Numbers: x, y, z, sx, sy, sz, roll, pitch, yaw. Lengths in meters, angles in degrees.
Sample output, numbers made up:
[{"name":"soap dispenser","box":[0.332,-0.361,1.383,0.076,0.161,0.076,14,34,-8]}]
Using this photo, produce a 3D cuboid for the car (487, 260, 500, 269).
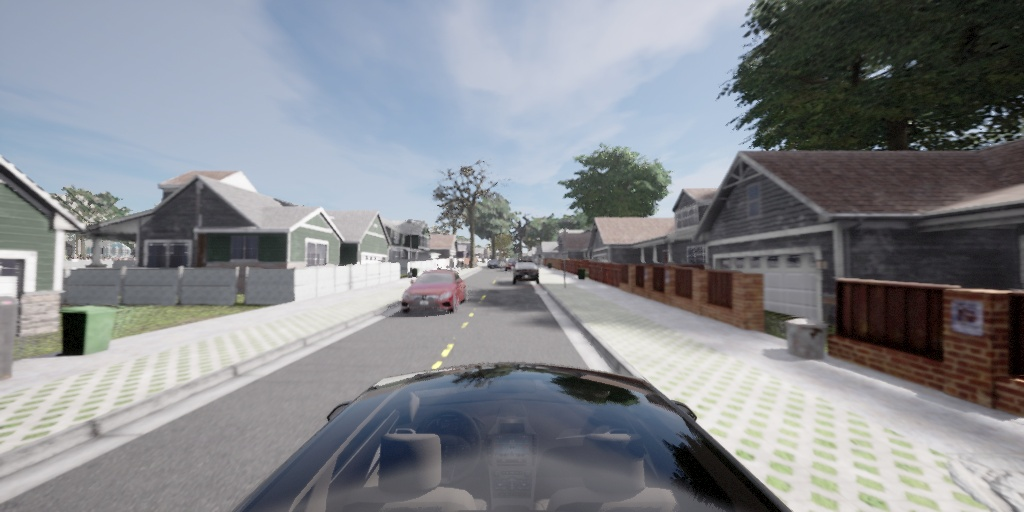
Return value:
[{"name":"car","box":[-2.788,1.260,55.561,2.033,1.411,5.357,0,0,1]}]

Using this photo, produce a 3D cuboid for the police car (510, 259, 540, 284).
[{"name":"police car","box":[0.968,1.160,26.529,1.930,1.638,5.238,0,0,0]}]

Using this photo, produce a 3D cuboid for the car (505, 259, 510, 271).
[{"name":"car","box":[0.035,1.310,47.793,1.895,1.301,4.718,0,0,0]}]

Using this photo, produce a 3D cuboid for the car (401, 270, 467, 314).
[{"name":"car","box":[-2.857,1.274,13.995,1.812,1.442,4.674,0,0,0]}]
